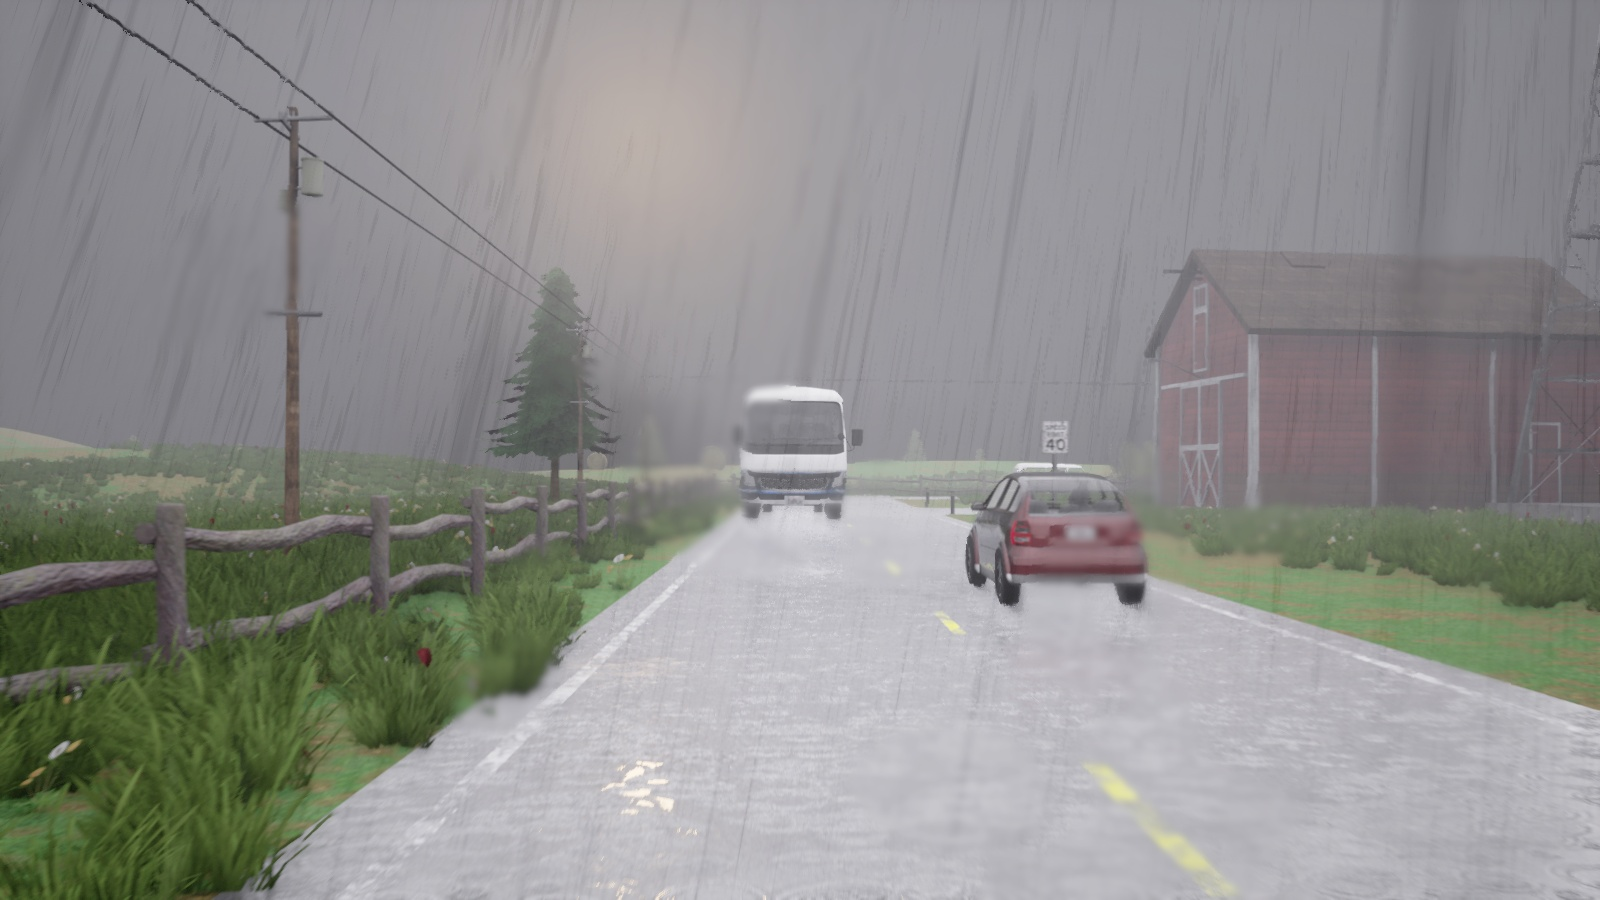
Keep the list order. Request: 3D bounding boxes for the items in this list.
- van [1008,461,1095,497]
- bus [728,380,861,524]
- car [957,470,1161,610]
[{"bbox_3d":[14.428,1.656,72.081,4.480,2.038,2.069,0,-1,-5],"label":"van"},{"bbox_3d":[-0.185,0.131,42.433,3.944,4.253,10.273,0,-1,0],"label":"bus"},{"bbox_3d":[3.132,1.039,15.895,1.789,1.549,3.705,0,-1,0],"label":"car"}]
